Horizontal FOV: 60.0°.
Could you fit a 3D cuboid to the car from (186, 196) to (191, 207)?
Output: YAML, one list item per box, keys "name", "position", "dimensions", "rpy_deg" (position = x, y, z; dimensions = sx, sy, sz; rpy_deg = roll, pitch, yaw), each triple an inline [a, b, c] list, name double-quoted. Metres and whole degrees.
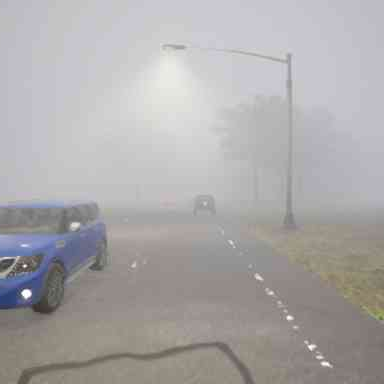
- name: "car"
  position: [-0.026, 1.518, 52.062]
  dimensions: [2.033, 1.411, 5.357]
  rpy_deg: [0, 0, 0]

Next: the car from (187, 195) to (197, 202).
- name: "car"
  position: [-0.036, 1.400, 69.573]
  dimensions: [1.895, 1.301, 4.718]
  rpy_deg: [0, 0, 0]

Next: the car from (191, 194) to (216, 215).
- name: "car"
  position: [1.208, 1.211, 33.371]
  dimensions: [2.150, 2.045, 5.566]
  rpy_deg: [0, 0, 0]

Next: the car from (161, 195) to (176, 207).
- name: "car"
  position: [-3.588, 1.323, 50.940]
  dimensions: [2.097, 1.767, 4.553]
  rpy_deg: [0, 0, 0]

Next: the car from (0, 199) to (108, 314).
- name: "car"
  position: [-3.604, 1.218, 7.945]
  dimensions: [2.150, 2.045, 5.566]
  rpy_deg: [0, 0, 0]
